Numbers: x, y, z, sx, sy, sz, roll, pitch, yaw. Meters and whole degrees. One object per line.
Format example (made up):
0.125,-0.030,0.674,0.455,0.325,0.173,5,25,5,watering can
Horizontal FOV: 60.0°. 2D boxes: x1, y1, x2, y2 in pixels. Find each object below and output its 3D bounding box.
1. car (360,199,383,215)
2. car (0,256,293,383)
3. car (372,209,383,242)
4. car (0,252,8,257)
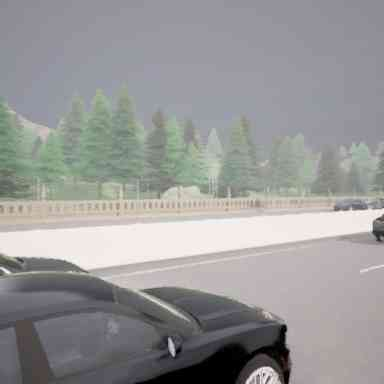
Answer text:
20.302,1.515,35.603,4.902,1.511,2.128,0,0,-35,car
-1.216,1.478,2.879,5.008,1.535,1.882,0,0,-35,car
10.190,1.502,15.317,4.902,1.511,2.128,0,0,-36,car
-4.039,1.505,5.164,4.892,1.490,1.837,0,0,-35,car
